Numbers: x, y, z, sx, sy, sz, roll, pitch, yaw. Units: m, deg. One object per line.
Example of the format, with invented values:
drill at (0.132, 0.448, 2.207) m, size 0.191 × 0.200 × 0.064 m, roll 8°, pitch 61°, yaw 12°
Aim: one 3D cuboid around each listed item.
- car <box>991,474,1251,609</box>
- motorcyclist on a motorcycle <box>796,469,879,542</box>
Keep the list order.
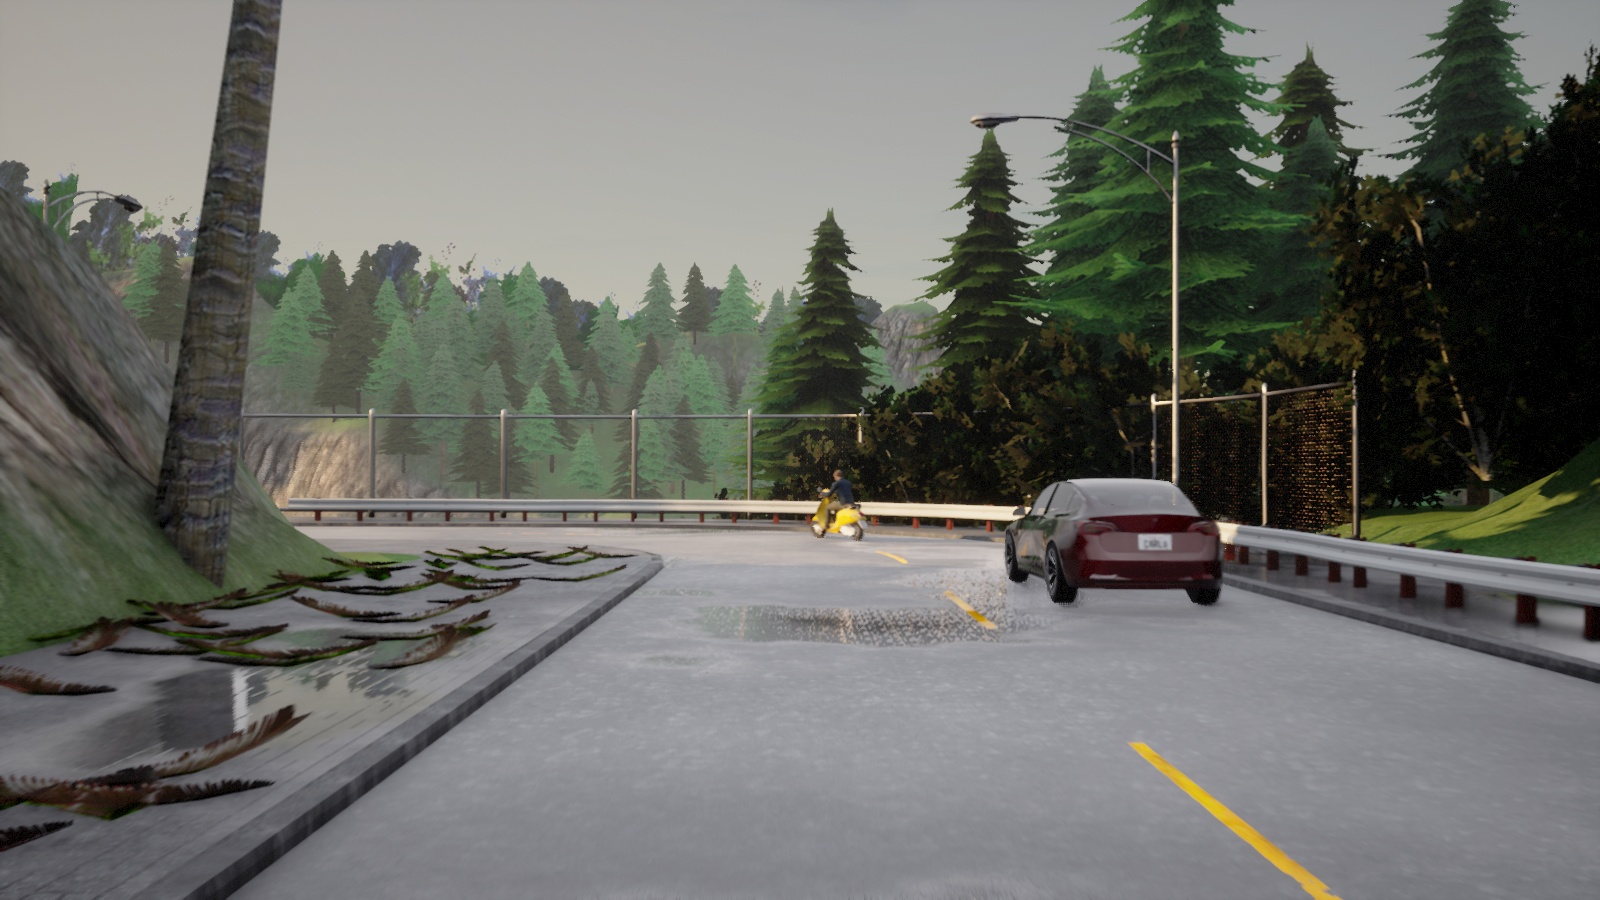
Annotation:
car at (3.954, 1.074, 16.450) m, size 2.163 × 1.488 × 4.792 m, roll 0°, pitch -1°, yaw 0°
motorcyclist on a motorcycle at (0.843, 1.246, 28.650) m, size 0.866 × 1.590 × 1.817 m, roll -1°, pitch 0°, yaw -40°
